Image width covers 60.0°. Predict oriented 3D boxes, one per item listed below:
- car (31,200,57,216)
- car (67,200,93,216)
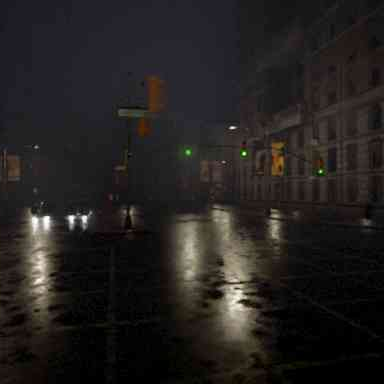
[{"bbox_3d":[-15.516,1.636,35.041,2.128,1.511,4.902,0,0,-13],"label":"car"},{"bbox_3d":[-11.788,1.684,34.729,1.994,1.385,4.181,0,0,-13],"label":"car"}]
